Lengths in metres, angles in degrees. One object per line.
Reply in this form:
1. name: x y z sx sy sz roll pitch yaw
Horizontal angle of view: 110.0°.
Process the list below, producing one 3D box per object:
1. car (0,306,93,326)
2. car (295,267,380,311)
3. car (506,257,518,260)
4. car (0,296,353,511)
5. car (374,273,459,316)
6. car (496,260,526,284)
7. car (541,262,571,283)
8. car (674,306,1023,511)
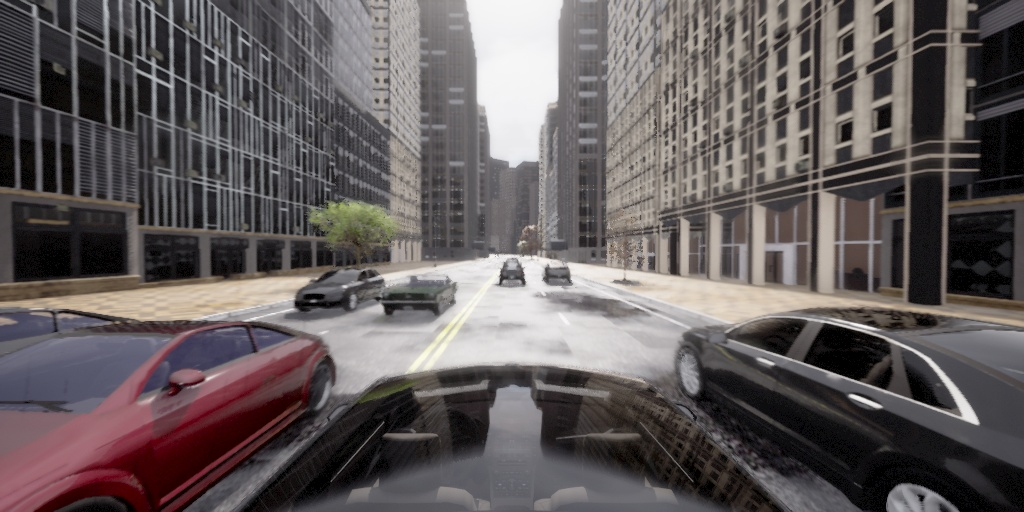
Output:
1. car: -6.565 1.308 4.051 1.994 1.385 4.181 0 0 0
2. car: -6.497 1.223 14.158 1.837 1.490 4.892 0 0 0
3. car: 0.060 0.995 39.764 2.097 1.767 4.553 0 0 1
4. car: -3.331 1.310 3.111 1.994 1.385 4.181 0 0 0
5. car: -3.247 1.320 13.437 1.895 1.301 4.718 0 0 0
6. car: 0.014 1.211 25.764 1.812 1.442 4.674 0 0 0
7. car: 3.300 1.174 27.142 2.128 1.511 4.902 0 0 1
8. car: 3.353 1.251 3.471 1.837 1.490 4.892 0 0 0
